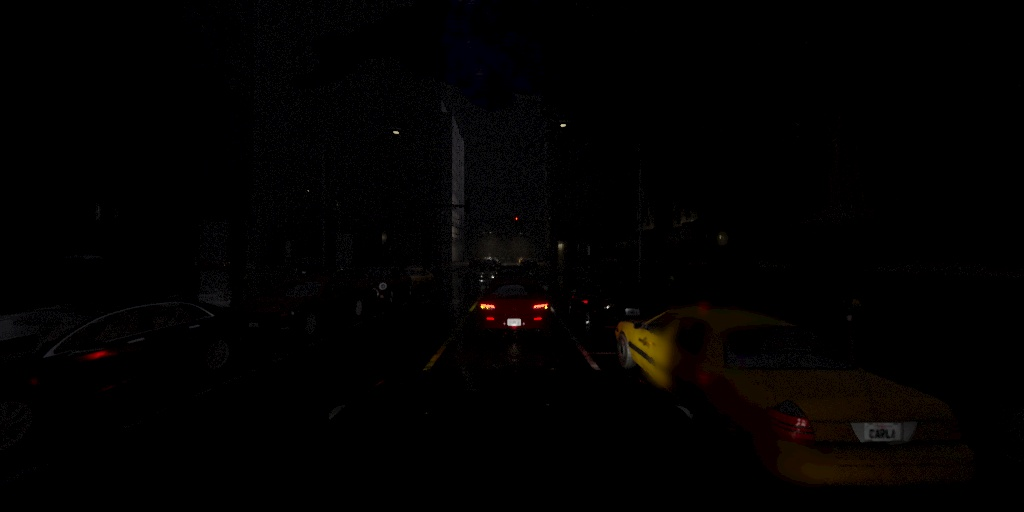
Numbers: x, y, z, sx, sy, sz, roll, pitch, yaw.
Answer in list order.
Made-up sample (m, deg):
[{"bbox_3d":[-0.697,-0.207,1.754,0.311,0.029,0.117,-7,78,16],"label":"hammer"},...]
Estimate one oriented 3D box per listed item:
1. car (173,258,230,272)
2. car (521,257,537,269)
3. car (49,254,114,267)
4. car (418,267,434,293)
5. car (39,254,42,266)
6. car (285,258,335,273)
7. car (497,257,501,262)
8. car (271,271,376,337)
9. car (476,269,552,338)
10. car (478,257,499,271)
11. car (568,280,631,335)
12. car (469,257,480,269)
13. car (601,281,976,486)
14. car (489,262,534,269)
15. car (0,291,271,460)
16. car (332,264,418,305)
[{"bbox_3d":[-27.701,0.835,32.590,4.718,1.301,1.895,1,0,0],"label":"car"},{"bbox_3d":[2.719,1.192,53.145,1.967,1.591,4.097,0,0,0],"label":"car"},{"bbox_3d":[-38.701,0.551,32.563,4.674,1.442,1.812,1,0,0],"label":"car"},{"bbox_3d":[-5.778,1.273,20.997,1.751,1.417,4.829,0,0,0],"label":"car"},{"bbox_3d":[-48.218,0.410,35.684,4.181,1.385,1.994,1,0,0],"label":"car"},{"bbox_3d":[-17.905,0.916,32.615,4.902,1.511,2.128,1,0,0],"label":"car"},{"bbox_3d":[-3.133,1.317,57.958,1.994,1.385,4.181,0,0,0],"label":"car"},{"bbox_3d":[-5.769,1.294,10.254,1.888,1.381,4.507,0,0,0],"label":"car"},{"bbox_3d":[0.063,1.274,10.097,1.812,1.442,4.674,0,0,0],"label":"car"},{"bbox_3d":[-3.138,1.276,47.985,1.812,1.442,4.674,0,0,0],"label":"car"},{"bbox_3d":[2.756,1.314,10.263,1.948,1.339,4.313,0,0,0],"label":"car"},{"bbox_3d":[-5.811,1.068,58.575,2.192,1.841,5.009,0,0,0],"label":"car"},{"bbox_3d":[2.761,1.275,4.976,1.751,1.417,4.829,0,0,0],"label":"car"},{"bbox_3d":[0.004,1.253,18.964,1.837,1.490,4.892,0,0,0],"label":"car"},{"bbox_3d":[-5.764,1.300,4.797,2.007,1.370,4.403,0,0,0],"label":"car"},{"bbox_3d":[-5.774,1.188,15.711,1.967,1.591,4.097,0,0,0],"label":"car"}]
